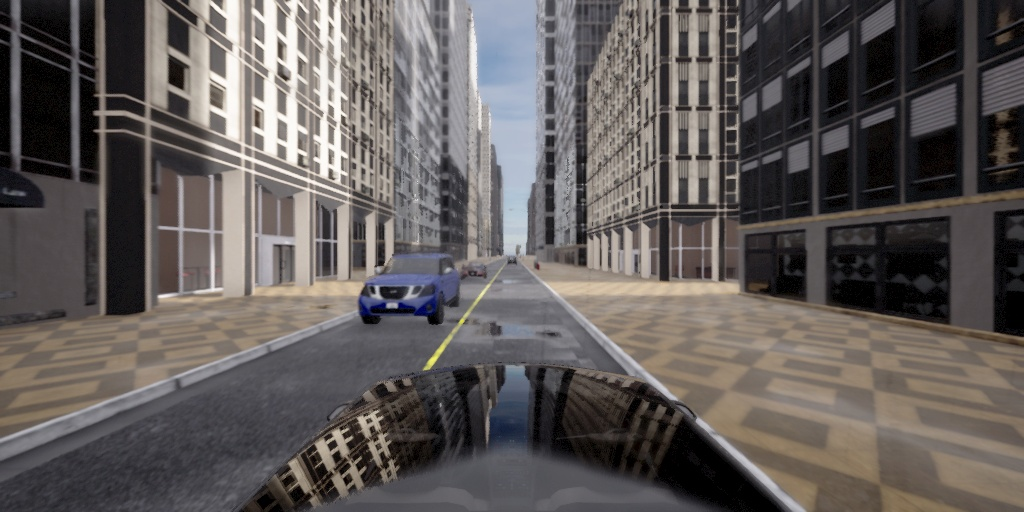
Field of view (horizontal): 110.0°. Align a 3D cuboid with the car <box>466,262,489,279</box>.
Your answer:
[{"bbox_3d":[-3.034,1.178,29.936,1.994,1.385,4.181,0,0,1],"label":"car"}]

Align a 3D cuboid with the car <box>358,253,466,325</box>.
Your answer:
[{"bbox_3d":[-3.075,0.924,12.001,2.150,2.045,5.566,0,0,0],"label":"car"}]
